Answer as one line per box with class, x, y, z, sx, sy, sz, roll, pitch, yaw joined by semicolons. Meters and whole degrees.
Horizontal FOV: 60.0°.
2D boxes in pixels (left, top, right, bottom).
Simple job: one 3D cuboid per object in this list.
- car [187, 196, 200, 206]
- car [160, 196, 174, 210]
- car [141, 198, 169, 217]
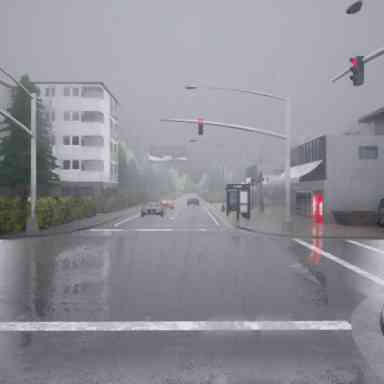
car;0.236;1.505;54.213;1.837;1.490;4.892;0;0;1
car;-3.490;1.352;43.740;2.097;1.767;4.553;0;0;0
car;-3.530;1.564;31.042;1.994;1.385;4.181;0;0;0
